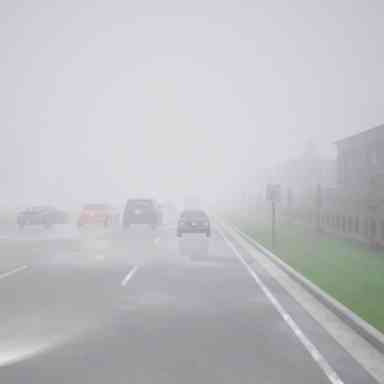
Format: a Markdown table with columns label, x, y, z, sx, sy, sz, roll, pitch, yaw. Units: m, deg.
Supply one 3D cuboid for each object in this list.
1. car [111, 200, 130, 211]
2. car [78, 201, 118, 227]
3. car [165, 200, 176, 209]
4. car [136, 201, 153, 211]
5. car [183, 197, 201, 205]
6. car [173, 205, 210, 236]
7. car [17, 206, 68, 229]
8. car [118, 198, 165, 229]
| label | x | y | z | sx | sy | sz | roll | pitch | yaw |
| --- | --- | --- | --- | --- | --- | --- | --- | --- | --- |
| car | -10.473 | 2.015 | 49.148 | 1.812 | 1.442 | 4.674 | 0 | 0 | 1 |
| car | -6.902 | 1.602 | 25.056 | 2.097 | 1.767 | 4.553 | 0 | -1 | 0 |
| car | -3.471 | 1.967 | 49.115 | 1.882 | 1.535 | 5.008 | 0 | 0 | 1 |
| car | -6.972 | 2.092 | 49.312 | 1.895 | 1.301 | 4.718 | 0 | -1 | 1 |
| car | -0.004 | 1.678 | 45.672 | 2.150 | 2.045 | 5.566 | 0 | 0 | 0 |
| car | 0.097 | 1.744 | 19.675 | 2.033 | 1.411 | 5.357 | 0 | -1 | 0 |
| car | -10.404 | 1.727 | 23.546 | 2.128 | 1.511 | 4.902 | 0 | -1 | 0 |
| car | -3.402 | 1.457 | 23.558 | 2.150 | 2.045 | 5.566 | 0 | -1 | 0 |
